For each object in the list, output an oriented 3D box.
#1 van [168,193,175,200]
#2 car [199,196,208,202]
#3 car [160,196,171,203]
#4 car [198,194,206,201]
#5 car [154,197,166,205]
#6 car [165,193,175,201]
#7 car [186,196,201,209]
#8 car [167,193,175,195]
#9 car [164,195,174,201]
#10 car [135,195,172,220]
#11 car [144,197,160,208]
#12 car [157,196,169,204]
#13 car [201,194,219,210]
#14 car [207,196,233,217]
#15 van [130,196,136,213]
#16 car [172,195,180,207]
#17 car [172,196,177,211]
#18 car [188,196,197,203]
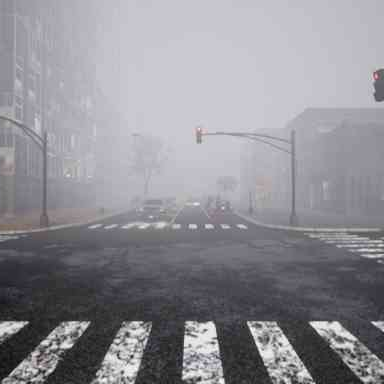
[{"bbox_3d":[-5.683,1.323,93.338,1.690,1.788,3.998,1,0,0],"label":"van"},{"bbox_3d":[2.694,1.552,76.356,1.947,1.339,4.313,1,0,0],"label":"car"},{"bbox_3d":[-5.685,1.553,70.642,1.947,1.339,4.313,1,0,0],"label":"car"},{"bbox_3d":[2.695,1.424,87.704,1.967,1.590,4.097,1,0,0],"label":"car"},{"bbox_3d":[-5.684,1.572,59.294,1.802,1.307,4.206,1,0,0],"label":"car"},{"bbox_3d":[-5.682,1.298,87.664,2.192,1.841,5.009,1,0,0],"label":"car"},{"bbox_3d":[0.094,1.594,45.763,1.895,1.301,4.718,0,0,0],"label":"car"},{"bbox_3d":[-3.061,1.468,57.726,1.882,1.535,5.008,0,0,0],"label":"car"},{"bbox_3d":[-5.686,1.536,81.990,2.008,1.369,4.403,1,0,0],"label":"car"},{"bbox_3d":[-3.136,1.349,28.108,2.097,1.767,4.553,0,0,1],"label":"car"},{"bbox_3d":[-5.682,1.518,47.776,1.752,1.417,4.829,1,0,0],"label":"car"},{"bbox_3d":[-5.684,1.555,64.969,1.947,1.339,4.313,1,0,0],"label":"car"},{"bbox_3d":[2.703,1.309,42.312,2.192,1.841,5.009,1,0,0],"label":"car"},{"bbox_3d":[2.702,1.436,30.964,1.967,1.590,4.097,1,0,0],"label":"car"},{"bbox_3d":[-5.677,1.336,36.598,1.690,1.788,3.998,1,0,0],"label":"van"},{"bbox_3d":[-3.100,1.518,47.600,1.812,1.442,4.674,0,0,0],"label":"car"},{"bbox_3d":[-3.104,1.542,37.581,2.033,1.411,5.357,0,0,0],"label":"car"},{"bbox_3d":[0.089,1.513,69.838,1.812,1.442,4.674,0,0,0],"label":"car"}]
